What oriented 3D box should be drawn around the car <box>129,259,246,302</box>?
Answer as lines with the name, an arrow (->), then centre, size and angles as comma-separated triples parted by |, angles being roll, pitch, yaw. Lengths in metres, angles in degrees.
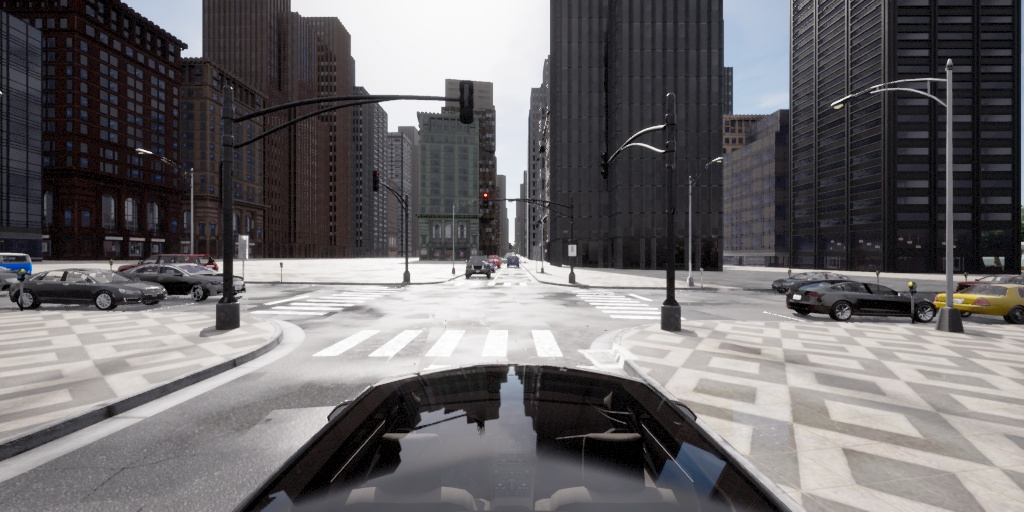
car -> -14.136, 1.065, 15.348 | 4.902, 1.511, 2.128 | 1, 0, 1

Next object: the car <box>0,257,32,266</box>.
car -> -23.551, 0.935, 15.377 | 4.902, 1.511, 2.128 | 1, 0, 0

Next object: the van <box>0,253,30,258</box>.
van -> -31.116, 0.680, 21.157 | 3.998, 1.789, 1.690 | 0, 0, 0

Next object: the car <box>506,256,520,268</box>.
car -> 0.190, 0.973, 62.667 | 2.150, 2.045, 5.566 | 0, 0, 0

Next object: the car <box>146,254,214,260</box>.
car -> -20.198, 0.799, 21.138 | 5.009, 1.841, 2.192 | 0, 0, 0

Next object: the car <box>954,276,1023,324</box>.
car -> 17.956, 1.571, 12.644 | 4.829, 1.417, 1.751 | 0, 0, 0

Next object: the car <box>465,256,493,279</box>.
car -> -3.091, 0.971, 33.390 | 2.150, 2.045, 5.566 | 0, 0, -3

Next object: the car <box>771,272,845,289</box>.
car -> 17.809, 1.591, 21.169 | 4.403, 1.370, 2.007 | 0, 0, 0

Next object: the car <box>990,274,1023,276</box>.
car -> 29.095, 1.765, 21.150 | 4.507, 1.381, 1.888 | 0, 0, 0

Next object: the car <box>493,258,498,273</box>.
car -> -3.033, 1.275, 43.584 | 1.812, 1.442, 4.674 | 0, 0, 0

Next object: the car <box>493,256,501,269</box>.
car -> -2.997, 0.971, 57.425 | 2.150, 2.045, 5.566 | 0, 0, 0

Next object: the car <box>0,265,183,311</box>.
car -> -14.764, 1.116, 12.604 | 4.403, 1.370, 2.007 | 0, 0, 0

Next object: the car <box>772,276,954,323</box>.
car -> 12.143, 1.524, 12.654 | 4.313, 1.339, 1.948 | 0, 0, 0
